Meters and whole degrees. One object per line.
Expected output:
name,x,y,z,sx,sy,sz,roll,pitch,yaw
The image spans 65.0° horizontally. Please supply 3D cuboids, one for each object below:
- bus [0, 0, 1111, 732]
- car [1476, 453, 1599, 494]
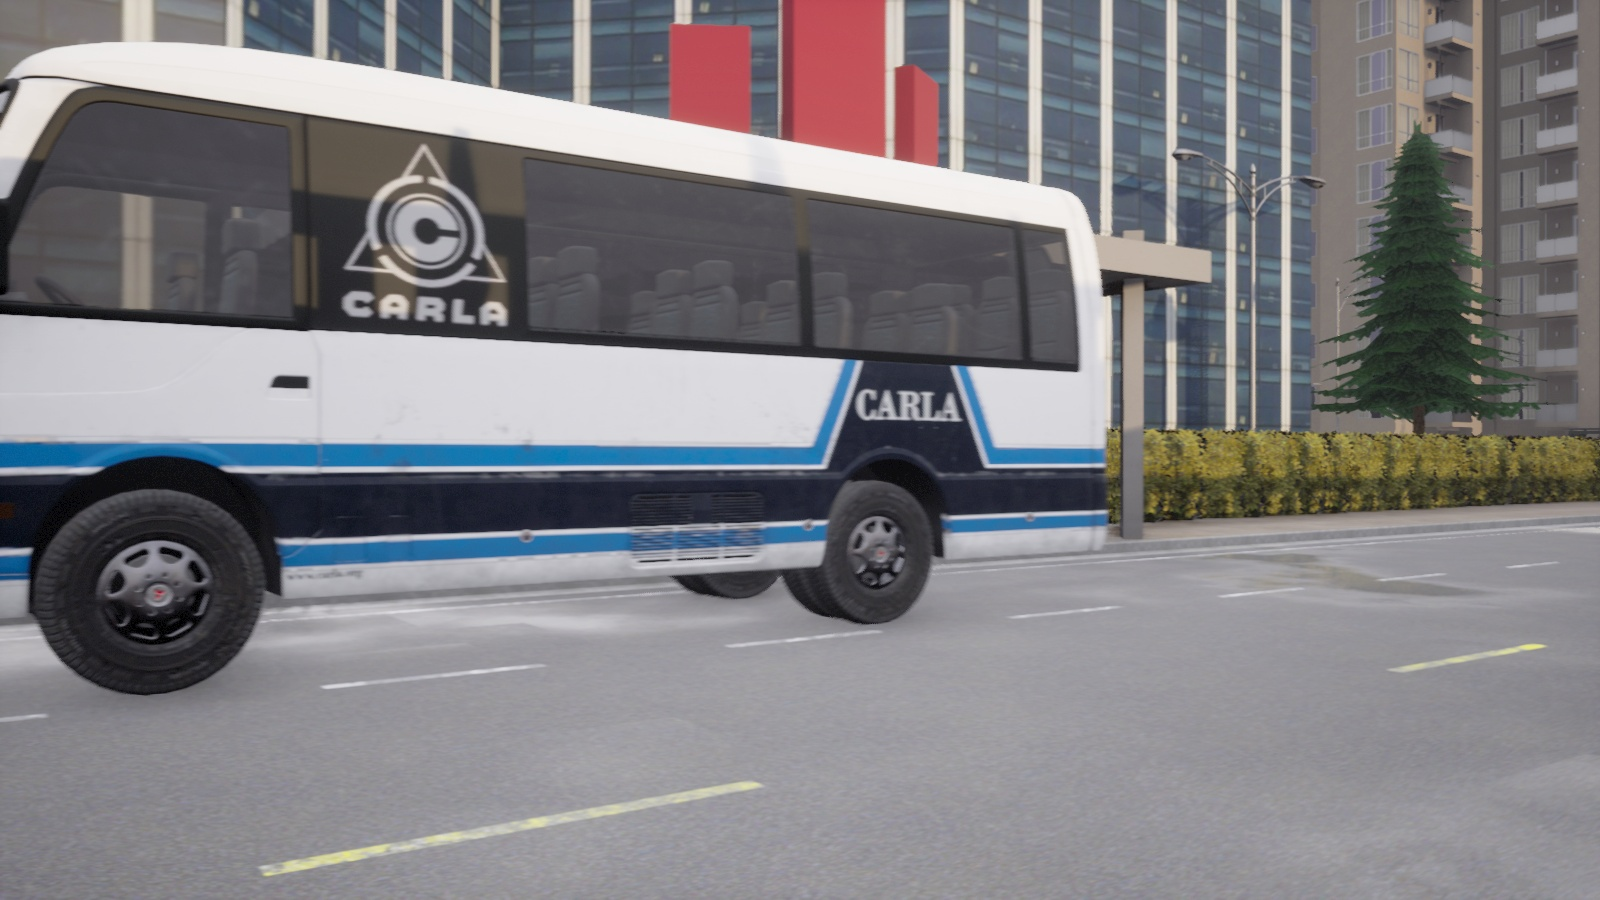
bus,-2.419,-0.601,10.509,10.273,4.253,3.944,0,0,-35
car,28.897,0.862,48.218,1.837,1.490,4.892,0,0,-35
